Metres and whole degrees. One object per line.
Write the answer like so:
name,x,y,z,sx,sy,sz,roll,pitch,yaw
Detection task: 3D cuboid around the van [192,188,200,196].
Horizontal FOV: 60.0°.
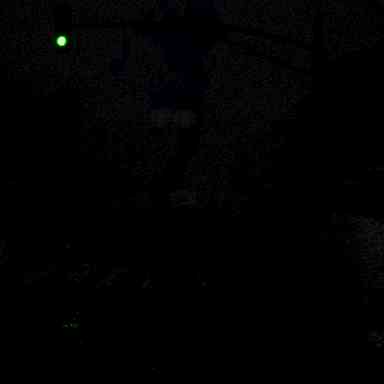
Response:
van,1.014,0.023,82.533,1.690,1.788,3.998,-1,1,1

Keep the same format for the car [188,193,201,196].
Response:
car,0.017,1.047,32.760,1.802,1.307,4.206,-1,1,1

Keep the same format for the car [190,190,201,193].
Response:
car,0.239,0.836,43.821,1.887,1.381,4.507,-1,1,1

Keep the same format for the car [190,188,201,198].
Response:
car,0.791,0.171,71.471,2.192,1.841,5.009,-1,1,1

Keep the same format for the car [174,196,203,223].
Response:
car,-0.206,1.184,21.698,1.887,1.381,4.507,-1,1,1

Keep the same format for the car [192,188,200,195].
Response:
car,1.236,-0.176,93.594,2.192,1.841,5.009,-1,1,1

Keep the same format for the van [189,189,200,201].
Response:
van,0.458,0.458,54.879,1.690,1.788,3.998,-1,1,1

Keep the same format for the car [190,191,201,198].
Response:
car,0.684,0.494,65.944,2.008,1.369,4.403,-1,1,1

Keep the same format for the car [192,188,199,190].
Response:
car,0.349,0.644,49.350,1.967,1.590,4.097,-1,1,1
